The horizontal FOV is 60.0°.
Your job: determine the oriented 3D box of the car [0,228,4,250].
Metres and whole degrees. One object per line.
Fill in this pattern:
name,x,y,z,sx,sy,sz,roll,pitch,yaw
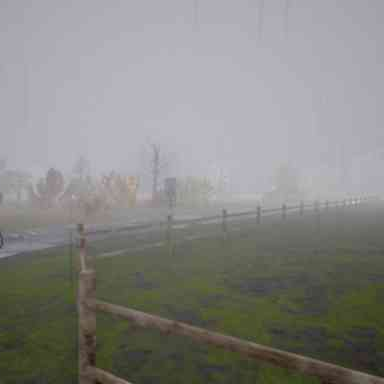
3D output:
car,-7.980,1.331,10.630,2.097,1.767,4.553,0,0,-6
